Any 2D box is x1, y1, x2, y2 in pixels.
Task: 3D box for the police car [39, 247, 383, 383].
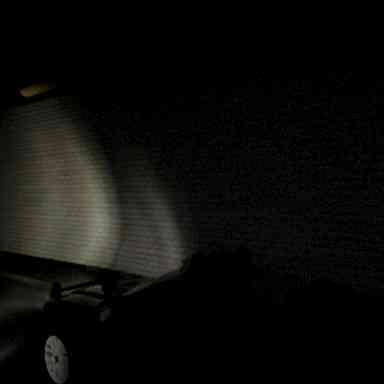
[{"bbox_3d":[0.156,1.477,3.658,5.238,1.638,1.930,-1,-1,39],"label":"police car"}]
